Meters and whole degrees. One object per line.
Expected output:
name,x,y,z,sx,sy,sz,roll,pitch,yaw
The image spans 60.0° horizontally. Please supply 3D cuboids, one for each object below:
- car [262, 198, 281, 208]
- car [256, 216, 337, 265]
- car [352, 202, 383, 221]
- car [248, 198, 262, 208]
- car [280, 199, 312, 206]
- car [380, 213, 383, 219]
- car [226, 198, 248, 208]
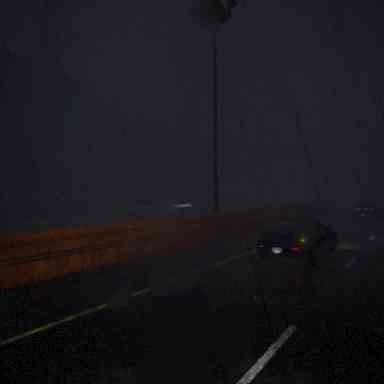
car,12.199,1.693,47.058,1.812,1.442,4.674,-1,0,42
car,3.822,1.565,11.861,1.812,1.442,4.674,0,0,34
car,14.698,1.560,27.733,2.128,1.511,4.902,0,0,37
car,11.184,1.696,51.133,1.837,1.490,4.892,-1,-1,43
car,14.247,1.692,44.176,2.033,1.411,5.357,0,0,41
car,8.257,1.528,12.203,1.837,1.490,4.892,0,0,34
car,7.262,1.687,52.033,1.882,1.535,5.008,-1,0,42
